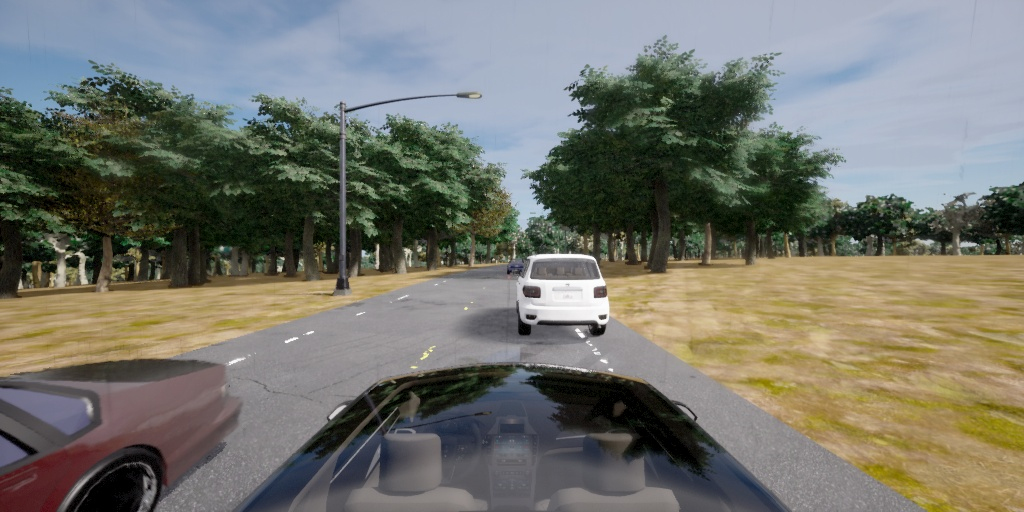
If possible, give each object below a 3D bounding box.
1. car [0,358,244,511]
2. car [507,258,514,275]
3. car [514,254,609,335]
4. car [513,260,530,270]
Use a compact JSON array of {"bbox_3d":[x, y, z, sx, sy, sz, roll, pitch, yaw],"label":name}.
[{"bbox_3d":[-3.500,1.297,1.034,2.033,1.411,5.357,0,0,0],"label":"car"},{"bbox_3d":[0.640,1.027,39.122,2.097,1.767,4.553,0,0,4],"label":"car"},{"bbox_3d":[1.230,0.972,10.610,2.150,2.045,5.566,0,0,0],"label":"car"},{"bbox_3d":[1.406,1.222,49.275,1.895,1.301,4.718,0,0,7],"label":"car"}]
